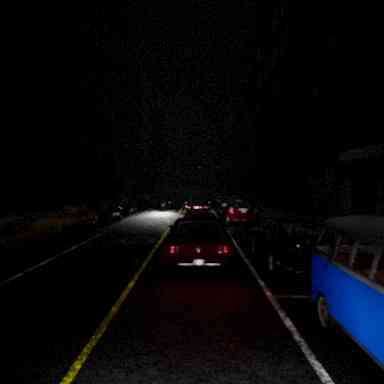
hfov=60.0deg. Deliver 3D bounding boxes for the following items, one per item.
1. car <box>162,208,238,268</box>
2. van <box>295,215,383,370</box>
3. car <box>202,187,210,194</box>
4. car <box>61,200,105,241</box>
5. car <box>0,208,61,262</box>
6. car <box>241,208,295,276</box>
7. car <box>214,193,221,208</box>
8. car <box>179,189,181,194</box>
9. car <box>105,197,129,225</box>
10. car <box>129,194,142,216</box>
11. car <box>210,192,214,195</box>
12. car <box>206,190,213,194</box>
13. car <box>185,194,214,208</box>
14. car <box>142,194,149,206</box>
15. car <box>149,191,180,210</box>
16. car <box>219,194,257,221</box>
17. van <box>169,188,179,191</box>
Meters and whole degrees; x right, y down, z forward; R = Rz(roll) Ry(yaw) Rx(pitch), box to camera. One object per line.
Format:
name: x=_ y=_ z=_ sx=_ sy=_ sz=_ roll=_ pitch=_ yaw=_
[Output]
car: x=0.208 y=1.421 z=10.495 sx=1.895 sy=1.301 sz=4.718 roll=0 pitch=1 yaw=1
van: x=2.727 y=1.271 z=3.995 sx=1.690 sy=1.788 sz=3.998 roll=0 pitch=1 yaw=1
car: x=3.908 y=0.152 z=77.787 sx=1.967 sy=1.590 sz=4.097 roll=0 pitch=1 yaw=1
car: x=-5.643 y=1.267 z=15.123 sx=1.752 sy=1.417 sz=4.829 roll=0 pitch=1 yaw=1
car: x=-5.722 y=1.361 z=9.528 sx=1.752 sy=1.417 sz=4.829 roll=0 pitch=1 yaw=1
car: x=2.806 y=1.387 z=9.592 sx=2.008 sy=1.369 sz=4.403 roll=0 pitch=1 yaw=1
car: x=3.041 y=0.996 z=26.368 sx=1.967 sy=1.590 sz=4.097 roll=0 pitch=1 yaw=1
car: x=-4.512 y=0.055 z=83.609 sx=1.967 sy=1.590 sz=4.097 roll=0 pitch=1 yaw=1
car: x=-5.562 y=1.190 z=20.887 sx=1.887 sy=1.381 sz=4.507 roll=0 pitch=1 yaw=1
car: x=-5.483 y=1.097 z=26.481 sx=1.887 sy=1.381 sz=4.507 roll=0 pitch=1 yaw=1
car: x=3.199 y=0.953 z=37.557 sx=1.802 sy=1.307 sz=4.206 roll=0 pitch=1 yaw=1
car: x=3.278 y=0.829 z=43.149 sx=2.008 sy=1.369 sz=4.403 roll=0 pitch=1 yaw=1
car: x=0.436 y=1.105 z=26.261 sx=2.033 sy=1.411 sz=5.357 roll=0 pitch=1 yaw=1
car: x=-5.326 y=0.918 z=37.671 sx=2.008 sy=1.369 sz=4.403 roll=0 pitch=1 yaw=1
car: x=-2.620 y=0.933 z=33.235 sx=2.128 sy=1.511 sz=4.902 roll=0 pitch=1 yaw=1
car: x=2.963 y=1.089 z=20.775 sx=1.967 sy=1.590 sz=4.097 roll=0 pitch=1 yaw=1
van: x=-4.617 y=0.049 z=77.941 sx=1.690 sy=1.788 sz=3.998 roll=0 pitch=1 yaw=1
